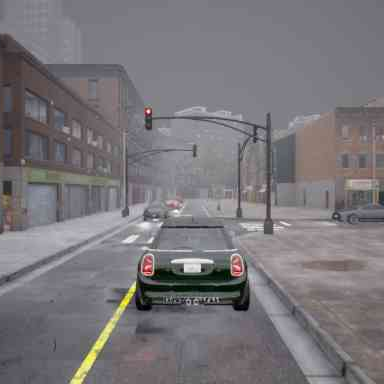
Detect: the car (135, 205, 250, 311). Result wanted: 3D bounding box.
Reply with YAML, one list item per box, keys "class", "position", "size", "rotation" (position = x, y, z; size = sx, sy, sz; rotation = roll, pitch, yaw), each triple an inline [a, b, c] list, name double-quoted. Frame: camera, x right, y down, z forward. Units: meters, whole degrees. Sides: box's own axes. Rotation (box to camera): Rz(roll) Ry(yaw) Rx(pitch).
- class: "car"
  position: [0.023, 1.352, 7.933]
  size: [2.097, 1.767, 4.553]
  rotation: [0, 0, 0]

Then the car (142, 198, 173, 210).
- class: "car"
  position: [-2.798, 1.509, 26.816]
  size: [1.837, 1.490, 4.892]
  rotation: [0, 0, 0]

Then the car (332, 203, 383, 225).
- class: "car"
  position: [12.059, 1.489, 23.257]
  size: [4.181, 1.385, 1.994]
  rotation: [0, 0, 0]

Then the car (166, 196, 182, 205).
- class: "car"
  position: [-2.765, 1.366, 43.694]
  size: [2.097, 1.767, 4.553]
  rotation: [0, 0, 0]
